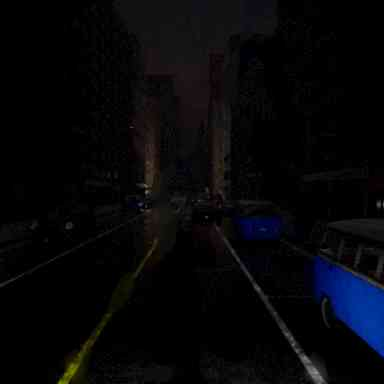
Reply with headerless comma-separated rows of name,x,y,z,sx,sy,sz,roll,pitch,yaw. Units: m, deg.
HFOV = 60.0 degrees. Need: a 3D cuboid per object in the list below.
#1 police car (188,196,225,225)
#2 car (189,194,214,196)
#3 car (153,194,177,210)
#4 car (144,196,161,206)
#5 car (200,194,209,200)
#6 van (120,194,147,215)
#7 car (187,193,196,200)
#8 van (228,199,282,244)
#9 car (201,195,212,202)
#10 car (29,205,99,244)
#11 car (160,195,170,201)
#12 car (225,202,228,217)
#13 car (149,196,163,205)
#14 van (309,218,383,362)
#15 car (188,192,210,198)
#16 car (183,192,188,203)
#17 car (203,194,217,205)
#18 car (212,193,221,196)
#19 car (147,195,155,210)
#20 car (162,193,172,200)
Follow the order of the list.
police car,0.890,1.305,22.920,1.930,1.638,5.238,0,0,0
car,0.887,1.305,32.810,1.882,1.535,5.008,0,0,0
car,-3.108,1.303,38.495,1.837,1.490,4.892,0,0,0
car,-5.689,1.315,48.138,1.947,1.339,4.313,0,0,0
car,2.824,1.182,75.648,1.947,1.339,4.313,0,0,0
van,-5.683,1.175,31.634,1.690,1.788,3.998,0,0,0
car,-0.031,1.036,73.677,1.994,1.385,4.181,0,0,0
van,2.850,1.261,15.132,1.690,1.788,3.998,0,0,0
car,2.829,1.219,64.645,2.008,1.369,4.403,0,0,0
car,-5.676,1.360,15.130,1.967,1.590,4.097,0,0,0
car,-5.699,1.224,70.143,1.802,1.307,4.206,0,0,0
car,2.846,1.444,26.136,1.802,1.307,4.206,0,0,0
car,-5.691,1.304,53.639,1.802,1.307,4.206,0,0,0
van,2.854,1.319,4.130,1.690,1.788,3.998,0,0,0
car,0.884,1.147,38.780,2.097,1.767,4.553,0,0,0
car,-0.025,1.049,58.754,2.097,1.767,4.553,0,0,0
car,2.834,1.162,53.642,1.967,1.590,4.097,0,0,0
car,2.838,1.092,42.638,2.192,1.841,5.009,0,0,0
car,-5.685,1.356,37.135,2.008,1.369,4.403,0,0,0
car,-5.701,1.056,75.644,1.967,1.590,4.097,0,0,0
